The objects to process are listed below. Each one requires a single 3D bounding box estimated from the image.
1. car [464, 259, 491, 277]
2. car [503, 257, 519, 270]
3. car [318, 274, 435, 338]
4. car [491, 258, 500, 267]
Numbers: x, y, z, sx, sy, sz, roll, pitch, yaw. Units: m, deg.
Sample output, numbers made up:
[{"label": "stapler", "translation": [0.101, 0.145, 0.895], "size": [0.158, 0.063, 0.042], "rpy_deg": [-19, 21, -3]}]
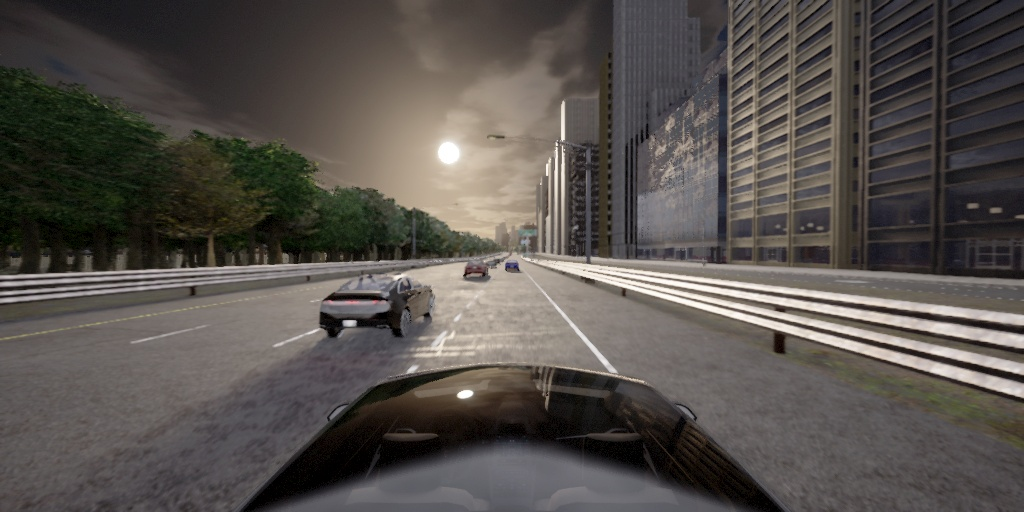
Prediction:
[{"label": "car", "translation": [-3.549, 1.110, 36.081], "size": [2.097, 1.767, 4.553], "rpy_deg": [0, 0, 0]}, {"label": "car", "translation": [-0.009, 1.248, 51.844], "size": [1.882, 1.535, 5.008], "rpy_deg": [0, 0, 0]}, {"label": "car", "translation": [-3.500, 1.241, 10.157], "size": [2.128, 1.511, 4.902], "rpy_deg": [0, 0, 0]}, {"label": "car", "translation": [-3.681, 1.276, 64.547], "size": [2.128, 1.511, 4.902], "rpy_deg": [0, 0, 0]}]
